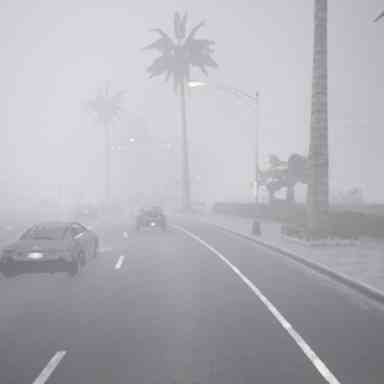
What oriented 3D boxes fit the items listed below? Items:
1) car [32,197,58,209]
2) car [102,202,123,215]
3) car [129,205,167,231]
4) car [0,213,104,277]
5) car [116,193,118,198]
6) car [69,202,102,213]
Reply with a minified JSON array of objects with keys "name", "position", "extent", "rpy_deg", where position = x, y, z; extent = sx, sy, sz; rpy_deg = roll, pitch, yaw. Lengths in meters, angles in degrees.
[{"name":"car","position":[-21.203,1.652,47.987],"extent":[4.181,1.385,1.994],"rpy_deg":[0,0,36]},{"name":"car","position":[-9.106,1.708,35.721],"extent":[1.895,1.301,4.718],"rpy_deg":[1,0,-33]},{"name":"car","position":[-2.847,1.584,21.242],"extent":[1.837,1.490,4.892],"rpy_deg":[1,0,-16]},{"name":"car","position":[-4.183,1.586,10.415],"extent":[1.994,1.385,4.181],"rpy_deg":[0,0,-7]},{"name":"car","position":[-18.958,1.673,81.256],"extent":[4.674,1.452,2.002],"rpy_deg":[0,0,18]},{"name":"car","position":[-9.762,1.640,29.784],"extent":[1.994,1.385,4.181],"rpy_deg":[1,0,-27]}]
